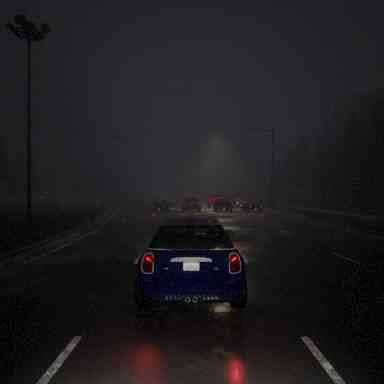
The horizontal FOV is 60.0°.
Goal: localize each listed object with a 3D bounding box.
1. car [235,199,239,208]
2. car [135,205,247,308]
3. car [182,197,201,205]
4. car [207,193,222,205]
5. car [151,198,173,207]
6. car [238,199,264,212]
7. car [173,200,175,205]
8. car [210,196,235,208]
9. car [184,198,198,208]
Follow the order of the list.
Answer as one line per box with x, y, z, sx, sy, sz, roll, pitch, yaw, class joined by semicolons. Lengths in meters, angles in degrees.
6.896;1.600;48.380;1.895;1.301;4.718;0;0;0;car
-0.018;1.352;8.062;2.097;1.767;4.553;0;0;0;car
-0.083;1.351;38.273;2.097;1.767;4.553;0;0;0;car
3.396;1.221;48.359;2.150;2.045;5.566;0;0;0;car
-3.583;1.600;38.326;1.895;1.301;4.718;0;0;0;car
6.917;1.600;38.348;1.895;1.301;4.718;0;0;0;car
-3.604;1.563;48.379;1.994;1.385;4.181;0;0;0;car
3.418;1.504;37.894;1.837;1.490;4.892;0;0;0;car
-0.104;1.600;48.382;1.895;1.301;4.718;0;0;0;car
